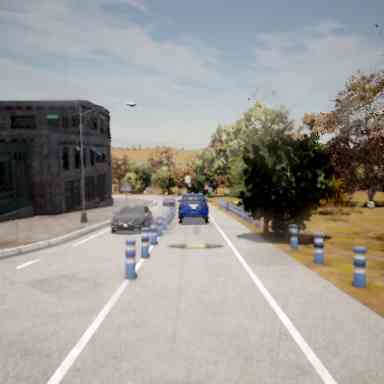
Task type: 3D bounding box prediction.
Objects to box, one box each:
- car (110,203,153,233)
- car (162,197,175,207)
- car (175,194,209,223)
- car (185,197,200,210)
[{"bbox_3d":[-3.357,1.459,19.266,1.837,1.490,4.892,0,0,0],"label":"car"},{"bbox_3d":[-3.416,1.399,50.047,2.033,1.411,5.357,0,1,-1],"label":"car"},{"bbox_3d":[0.097,1.159,25.334,2.150,2.045,5.566,0,0,0],"label":"car"},{"bbox_3d":[0.083,1.398,43.154,1.837,1.490,4.892,0,0,0],"label":"car"}]
